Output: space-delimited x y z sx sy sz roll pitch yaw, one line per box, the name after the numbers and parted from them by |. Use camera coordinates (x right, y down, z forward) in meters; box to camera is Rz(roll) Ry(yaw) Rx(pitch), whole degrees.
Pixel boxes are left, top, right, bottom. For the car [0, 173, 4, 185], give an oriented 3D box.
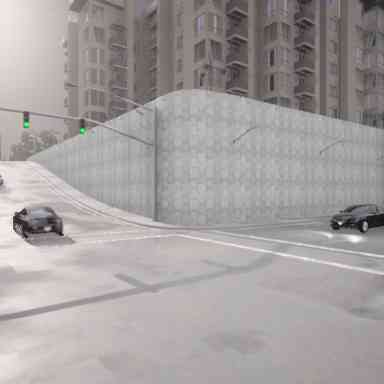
-22.174 -1.666 36.941 1.895 1.301 4.718 0 12 -36 | car

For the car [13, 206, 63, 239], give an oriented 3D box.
-8.054 1.452 17.311 1.812 1.442 4.674 0 2 -36 | car

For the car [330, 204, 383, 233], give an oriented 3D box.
10.205 1.504 19.885 4.892 1.490 1.837 0 0 -36 | car
